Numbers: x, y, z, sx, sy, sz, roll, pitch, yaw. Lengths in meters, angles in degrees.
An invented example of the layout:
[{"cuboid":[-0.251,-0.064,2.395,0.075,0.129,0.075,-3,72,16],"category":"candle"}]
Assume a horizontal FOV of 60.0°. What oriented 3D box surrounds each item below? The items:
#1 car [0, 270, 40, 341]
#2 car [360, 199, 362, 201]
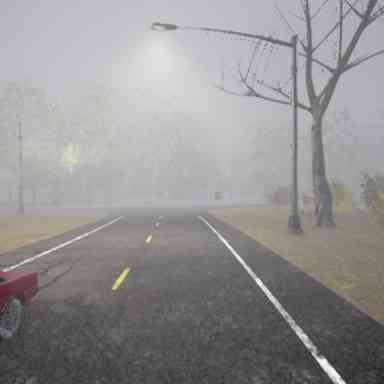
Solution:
[{"cuboid":[-3.641,1.608,3.733,1.895,1.301,4.718,0,0,-1],"category":"car"},{"cuboid":[30.330,1.116,54.427,5.357,1.411,2.033,-1,1,-10],"category":"car"}]
